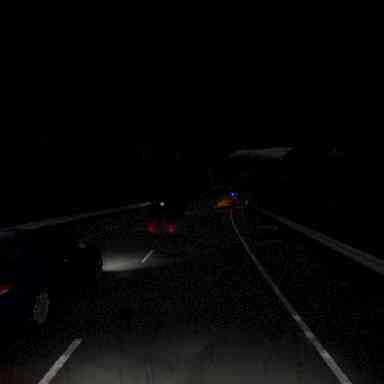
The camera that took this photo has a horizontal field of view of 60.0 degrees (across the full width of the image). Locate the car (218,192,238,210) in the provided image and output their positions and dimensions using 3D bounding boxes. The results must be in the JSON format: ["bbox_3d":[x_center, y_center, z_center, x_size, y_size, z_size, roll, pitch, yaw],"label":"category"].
[{"bbox_3d":[3.955,1.149,37.629,1.882,1.535,5.008,0,1,8],"label":"car"}]

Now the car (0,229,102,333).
[{"bbox_3d":[-3.239,1.464,6.552,1.812,1.442,4.674,0,1,2],"label":"car"}]

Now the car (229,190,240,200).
[{"bbox_3d":[8.521,0.603,67.470,2.150,2.045,5.566,0,1,14],"label":"car"}]

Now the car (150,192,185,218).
[{"bbox_3d":[-1.916,0.978,27.225,2.150,2.045,5.566,0,1,6],"label":"car"}]
